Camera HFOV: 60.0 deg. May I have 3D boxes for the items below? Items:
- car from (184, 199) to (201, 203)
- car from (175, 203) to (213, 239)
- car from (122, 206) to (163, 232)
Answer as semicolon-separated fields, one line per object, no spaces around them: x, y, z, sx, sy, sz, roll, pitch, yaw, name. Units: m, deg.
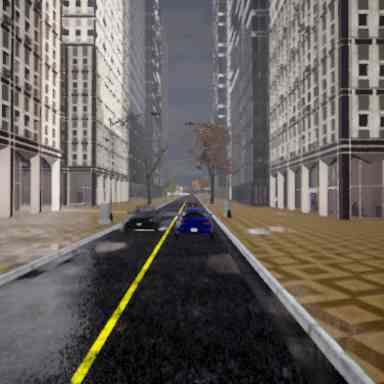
0.083;1.530;39.976;2.033;1.411;5.357;0;0;0;car
0.093;1.518;17.079;1.812;1.442;4.674;0;0;0;car
-2.856;1.555;19.948;1.994;1.385;4.181;0;0;0;car
